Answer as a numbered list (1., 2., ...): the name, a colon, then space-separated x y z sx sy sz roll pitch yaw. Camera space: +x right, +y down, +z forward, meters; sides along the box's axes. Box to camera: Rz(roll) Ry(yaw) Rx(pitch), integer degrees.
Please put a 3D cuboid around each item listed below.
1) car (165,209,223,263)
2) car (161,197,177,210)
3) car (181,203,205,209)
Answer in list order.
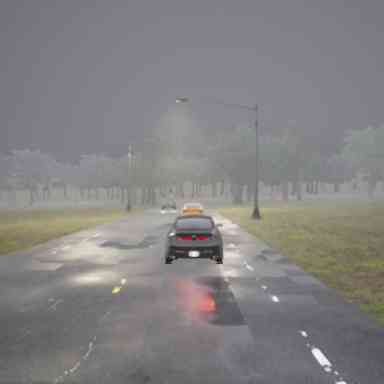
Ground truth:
1. car: 0.074 1.567 12.103 1.837 1.490 4.892 0 0 0
2. car: -3.557 1.724 51.861 2.150 2.045 5.566 0 -1 0
3. car: 0.078 1.718 28.619 1.882 1.535 5.008 0 -1 0
